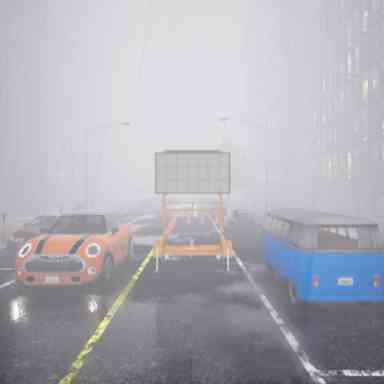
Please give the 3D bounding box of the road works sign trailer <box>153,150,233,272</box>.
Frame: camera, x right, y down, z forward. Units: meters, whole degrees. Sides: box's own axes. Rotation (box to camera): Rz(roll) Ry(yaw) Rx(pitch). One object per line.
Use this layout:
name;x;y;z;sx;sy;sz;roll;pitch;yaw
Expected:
road works sign trailer;0.022;0.457;10.722;2.380;3.560;2.880;0;0;0

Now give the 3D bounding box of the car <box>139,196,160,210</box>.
car;-5.605;1.521;41.873;2.008;1.369;4.403;0;0;0

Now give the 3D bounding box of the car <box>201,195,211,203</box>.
car;2.834;1.356;70.314;1.967;1.590;4.097;0;0;0

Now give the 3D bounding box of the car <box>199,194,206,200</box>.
car;2.881;1.403;93.085;1.887;1.381;4.507;0;0;0

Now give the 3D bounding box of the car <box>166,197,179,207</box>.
car;-2.983;1.520;51.748;1.994;1.385;4.181;0;0;0

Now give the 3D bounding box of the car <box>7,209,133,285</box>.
car;-3.080;1.345;9.598;2.097;1.767;4.553;0;0;0

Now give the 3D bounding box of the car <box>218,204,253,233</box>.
car;2.729;1.569;19.082;1.802;1.307;4.206;0;0;0

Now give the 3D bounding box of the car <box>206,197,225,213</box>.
car;2.764;1.558;36.160;1.802;1.307;4.206;0;0;0

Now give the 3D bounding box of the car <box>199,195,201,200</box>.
car;2.823;1.369;64.622;1.967;1.590;4.097;0;0;0

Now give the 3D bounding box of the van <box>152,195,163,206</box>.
van;-5.581;1.294;53.258;1.690;1.788;3.998;0;0;0

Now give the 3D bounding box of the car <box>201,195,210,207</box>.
car;2.788;1.514;47.545;2.008;1.369;4.403;0;0;0

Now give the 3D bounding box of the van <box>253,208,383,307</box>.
van;2.706;1.336;7.698;1.690;1.788;3.998;0;0;0

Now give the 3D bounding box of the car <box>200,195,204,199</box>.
car;2.799;1.504;53.237;2.008;1.369;4.403;0;0;0
